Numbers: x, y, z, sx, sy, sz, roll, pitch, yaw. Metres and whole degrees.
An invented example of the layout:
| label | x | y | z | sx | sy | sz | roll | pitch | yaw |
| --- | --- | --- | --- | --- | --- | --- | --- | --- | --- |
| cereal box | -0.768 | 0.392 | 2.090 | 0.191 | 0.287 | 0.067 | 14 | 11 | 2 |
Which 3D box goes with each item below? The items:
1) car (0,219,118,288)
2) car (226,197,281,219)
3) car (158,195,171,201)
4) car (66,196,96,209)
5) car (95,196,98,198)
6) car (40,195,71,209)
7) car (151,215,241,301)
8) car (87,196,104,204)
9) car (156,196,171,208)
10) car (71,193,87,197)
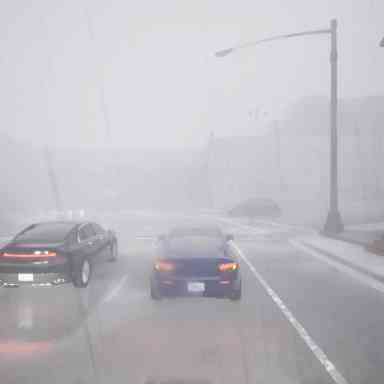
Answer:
| label | x | y | z | sx | sy | sz | roll | pitch | yaw |
| --- | --- | --- | --- | --- | --- | --- | --- | --- | --- |
| car | -3.399 | 1.505 | 9.243 | 1.837 | 1.490 | 4.892 | 0 | 0 | 0 |
| car | 5.196 | 1.309 | 28.518 | 4.553 | 1.767 | 2.097 | -3 | 0 | 3 |
| car | -6.769 | 1.553 | 82.539 | 1.994 | 1.385 | 4.181 | 0 | 0 | 17 |
| car | -14.697 | 1.601 | 44.306 | 1.895 | 1.301 | 4.718 | 0 | 0 | -1 |
| car | -14.909 | 1.478 | 53.702 | 1.882 | 1.535 | 5.008 | 0 | 0 | -1 |
| car | -18.188 | 1.352 | 43.941 | 2.097 | 1.767 | 4.553 | 0 | 0 | -1 |
| car | 0.091 | 1.526 | 8.230 | 1.812 | 1.442 | 4.674 | 0 | 0 | 0 |
| car | -18.596 | 1.505 | 64.410 | 1.837 | 1.490 | 4.892 | 0 | 0 | -1 |
| car | -4.136 | 1.526 | 48.279 | 1.812 | 1.442 | 4.674 | 0 | 0 | -1 |
| car | -18.404 | 1.221 | 53.492 | 2.150 | 2.045 | 5.566 | 0 | 0 | -1 |
